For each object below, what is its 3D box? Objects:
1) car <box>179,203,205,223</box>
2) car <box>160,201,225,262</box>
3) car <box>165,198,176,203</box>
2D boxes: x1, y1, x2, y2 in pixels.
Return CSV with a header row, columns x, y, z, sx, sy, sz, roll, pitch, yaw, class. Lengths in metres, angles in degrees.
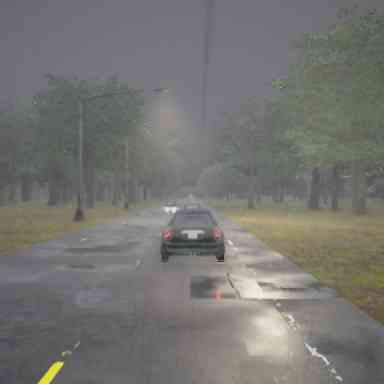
x,y,z,sx,sy,sz,roll,pitch,yaw,class
0.037,1.681,27.873,1.994,1.385,4.181,0,0,0,car
0.042,1.401,12.544,2.097,1.767,4.553,0,0,0,car
-3.583,1.829,57.038,2.128,1.511,4.902,0,0,0,car
